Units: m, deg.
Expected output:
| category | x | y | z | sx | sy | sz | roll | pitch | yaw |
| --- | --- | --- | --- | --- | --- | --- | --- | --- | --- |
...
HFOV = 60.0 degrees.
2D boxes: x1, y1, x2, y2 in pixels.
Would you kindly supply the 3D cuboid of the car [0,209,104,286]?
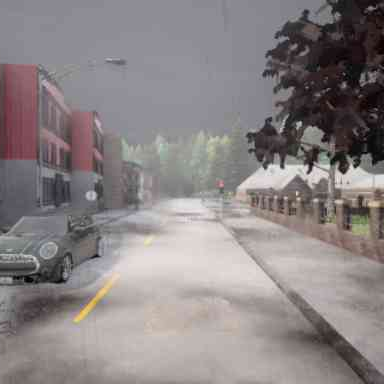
| category | x | y | z | sx | sy | sz | roll | pitch | yaw |
| --- | --- | --- | --- | --- | --- | --- | --- | --- | --- |
| car | -4.095 | 1.351 | 9.557 | 2.097 | 1.767 | 4.553 | 0 | 0 | 0 |
